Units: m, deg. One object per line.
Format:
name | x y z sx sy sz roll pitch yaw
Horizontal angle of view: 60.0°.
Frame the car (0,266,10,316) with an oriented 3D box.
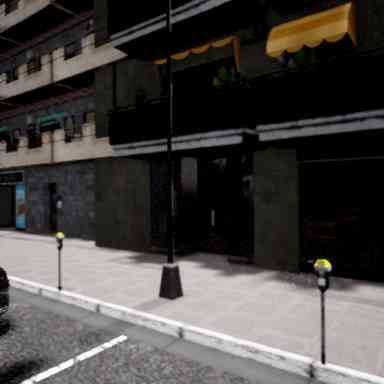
car | -5.299 1.595 6.274 4.892 1.490 1.837 -1 0 36
